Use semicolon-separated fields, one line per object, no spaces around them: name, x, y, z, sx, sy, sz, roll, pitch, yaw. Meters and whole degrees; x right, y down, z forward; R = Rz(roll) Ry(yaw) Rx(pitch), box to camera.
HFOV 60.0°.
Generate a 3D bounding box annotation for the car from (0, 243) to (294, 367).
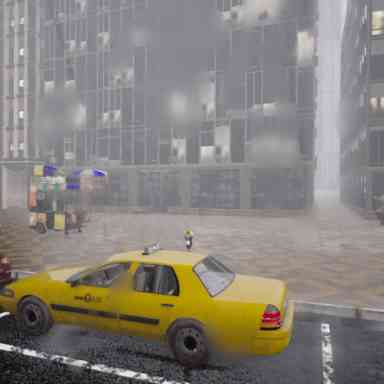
car;-0.880;1.525;5.407;4.829;1.417;1.752;0;0;20
